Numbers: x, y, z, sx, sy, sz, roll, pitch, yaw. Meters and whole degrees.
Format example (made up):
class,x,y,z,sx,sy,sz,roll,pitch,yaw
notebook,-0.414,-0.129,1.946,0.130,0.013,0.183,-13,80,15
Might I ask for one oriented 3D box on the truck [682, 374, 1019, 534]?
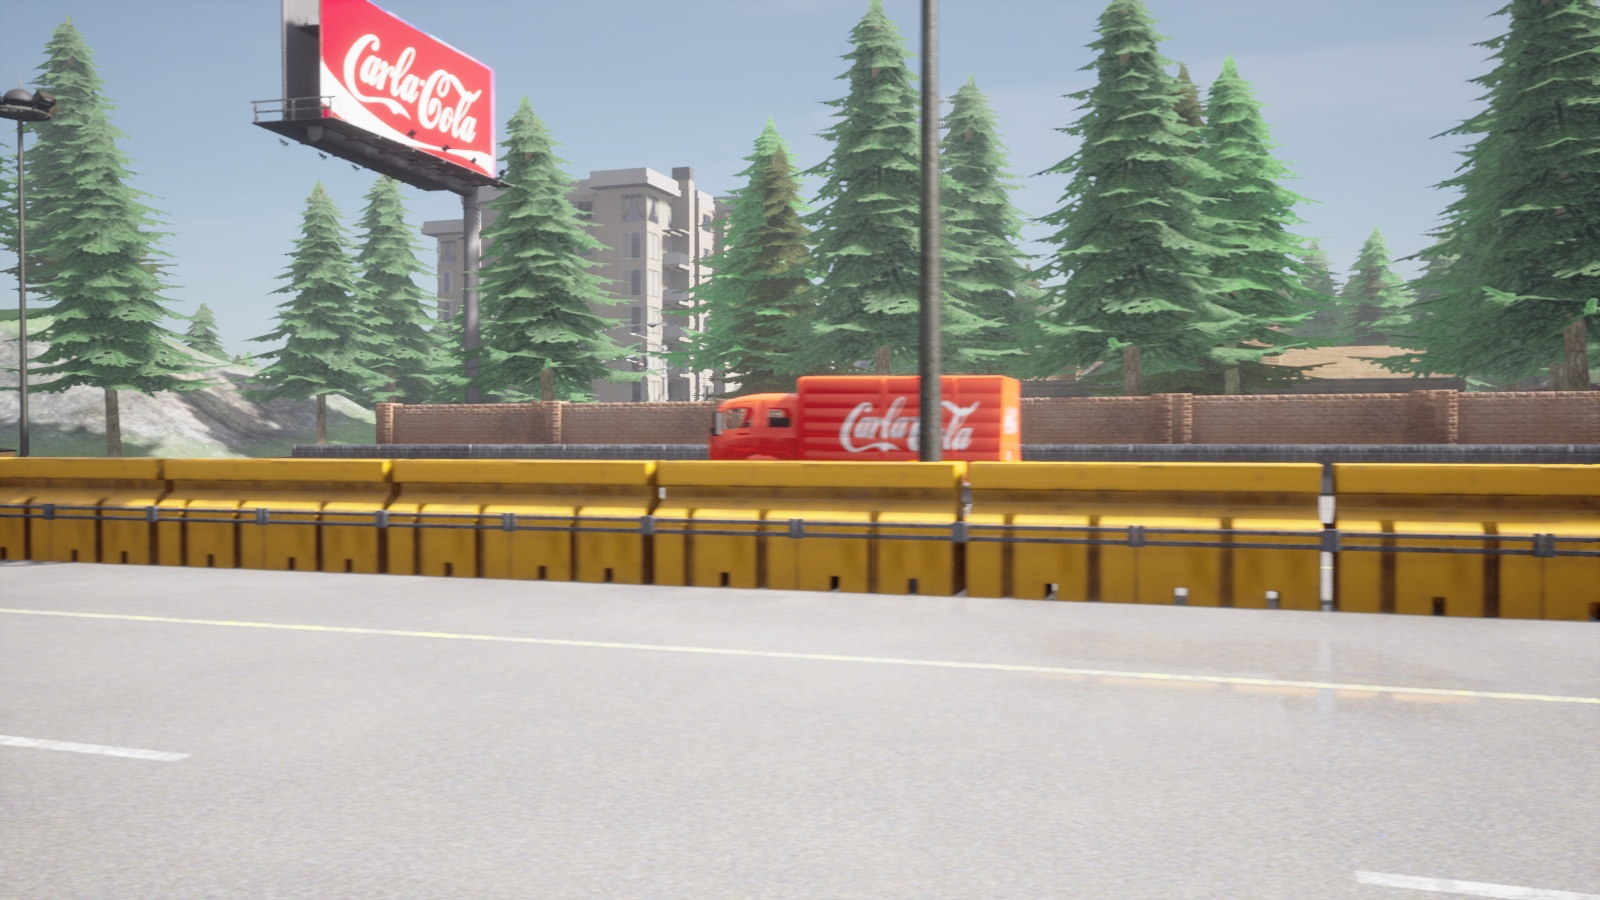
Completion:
class,x,y,z,sx,sy,sz,roll,pitch,yaw
truck,0.921,0.004,21.395,5.204,2.467,2.627,1,1,18
